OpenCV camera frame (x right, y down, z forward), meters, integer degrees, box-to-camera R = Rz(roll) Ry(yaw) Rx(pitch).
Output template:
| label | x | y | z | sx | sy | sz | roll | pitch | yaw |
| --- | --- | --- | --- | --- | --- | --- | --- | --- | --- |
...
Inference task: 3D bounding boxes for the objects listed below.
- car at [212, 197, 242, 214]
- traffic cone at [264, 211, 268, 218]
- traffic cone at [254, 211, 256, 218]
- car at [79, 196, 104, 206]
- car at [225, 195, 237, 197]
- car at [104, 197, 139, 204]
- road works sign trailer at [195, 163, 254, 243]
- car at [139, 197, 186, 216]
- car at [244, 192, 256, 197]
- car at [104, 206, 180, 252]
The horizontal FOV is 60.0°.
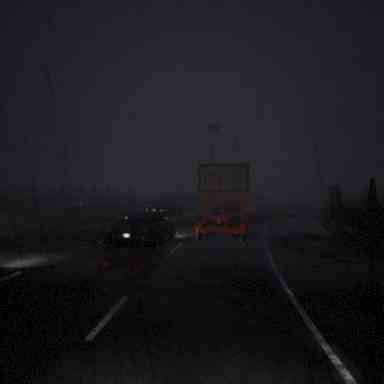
| label | x | y | z | sx | sy | sz | roll | pitch | yaw |
| --- | --- | --- | --- | --- | --- | --- | --- | --- | --- |
| car | 3.661 | 1.510 | 33.619 | 1.895 | 1.301 | 4.718 | 0 | 0 | 22 |
| traffic cone | 6.280 | 1.889 | 28.144 | 0.340 | 0.580 | 0.340 | 0 | 0 | 15 |
| traffic cone | 5.312 | 1.885 | 28.397 | 0.340 | 0.580 | 0.340 | 0 | 0 | 15 |
| car | -11.991 | 1.345 | 41.806 | 1.837 | 1.490 | 4.892 | 0 | 0 | 24 |
| car | 8.916 | 1.268 | 76.500 | 1.994 | 1.385 | 4.181 | 0 | 0 | 34 |
| car | -8.251 | 1.397 | 41.774 | 2.033 | 1.411 | 5.357 | 0 | 0 | 24 |
| road works sign trailer | 1.534 | 0.421 | 15.944 | 2.380 | 3.560 | 2.880 | 0 | 0 | 15 |
| car | -2.167 | 1.456 | 28.058 | 2.033 | 1.411 | 5.357 | 0 | 0 | 18 |
| car | 13.063 | 0.780 | 76.416 | 2.097 | 1.767 | 4.553 | 0 | 0 | 34 |
| car | -2.016 | 1.516 | 13.844 | 1.994 | 1.385 | 4.181 | 0 | 0 | 9 |
